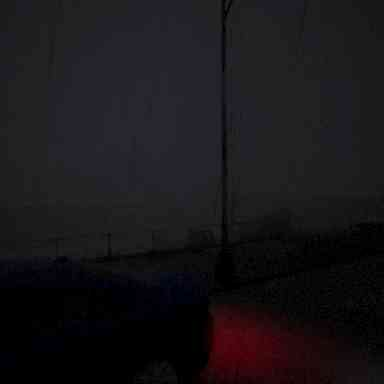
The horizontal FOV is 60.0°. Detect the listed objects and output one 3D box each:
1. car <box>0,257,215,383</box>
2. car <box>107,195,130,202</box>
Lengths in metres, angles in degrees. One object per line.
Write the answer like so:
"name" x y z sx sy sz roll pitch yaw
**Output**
"car" -2.077 1.477 3.126 5.008 1.535 1.882 -1 0 -35
"car" -15.238 1.299 69.371 4.892 1.490 1.837 -1 0 -36
